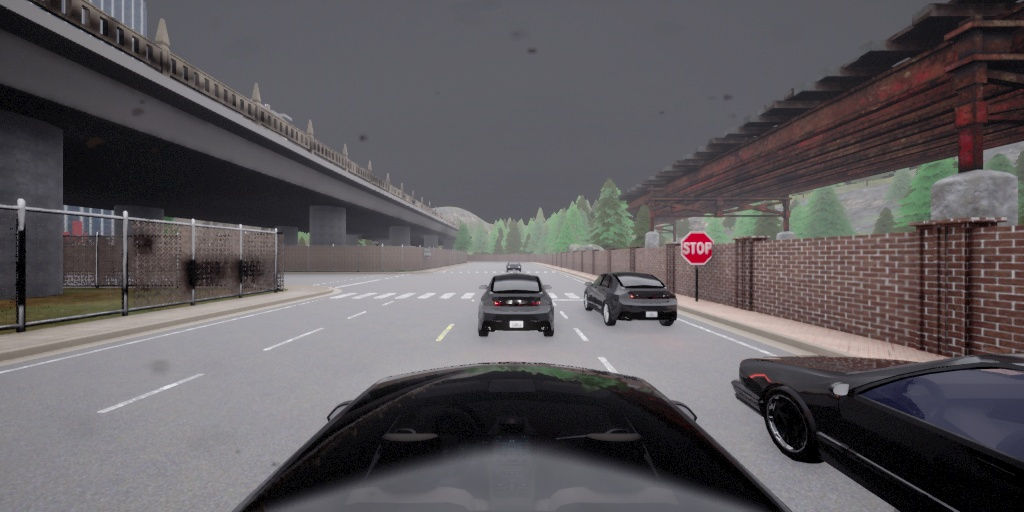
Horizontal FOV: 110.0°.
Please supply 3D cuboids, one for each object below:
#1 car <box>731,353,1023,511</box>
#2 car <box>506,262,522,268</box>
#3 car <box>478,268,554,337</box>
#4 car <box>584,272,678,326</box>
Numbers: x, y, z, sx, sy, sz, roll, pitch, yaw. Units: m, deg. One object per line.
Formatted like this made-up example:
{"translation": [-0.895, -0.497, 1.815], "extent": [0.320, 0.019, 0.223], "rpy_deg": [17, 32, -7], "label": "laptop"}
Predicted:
{"translation": [3.600, 1.297, 1.904], "extent": [2.033, 1.411, 5.357], "rpy_deg": [0, 0, 0], "label": "car"}
{"translation": [0.218, 1.351, 45.478], "extent": [1.895, 1.301, 4.718], "rpy_deg": [0, 0, -1], "label": "car"}
{"translation": [0.103, 1.255, 10.293], "extent": [1.837, 1.490, 4.892], "rpy_deg": [0, 0, 0], "label": "car"}
{"translation": [3.605, 1.255, 11.651], "extent": [1.837, 1.490, 4.892], "rpy_deg": [0, 0, 0], "label": "car"}
